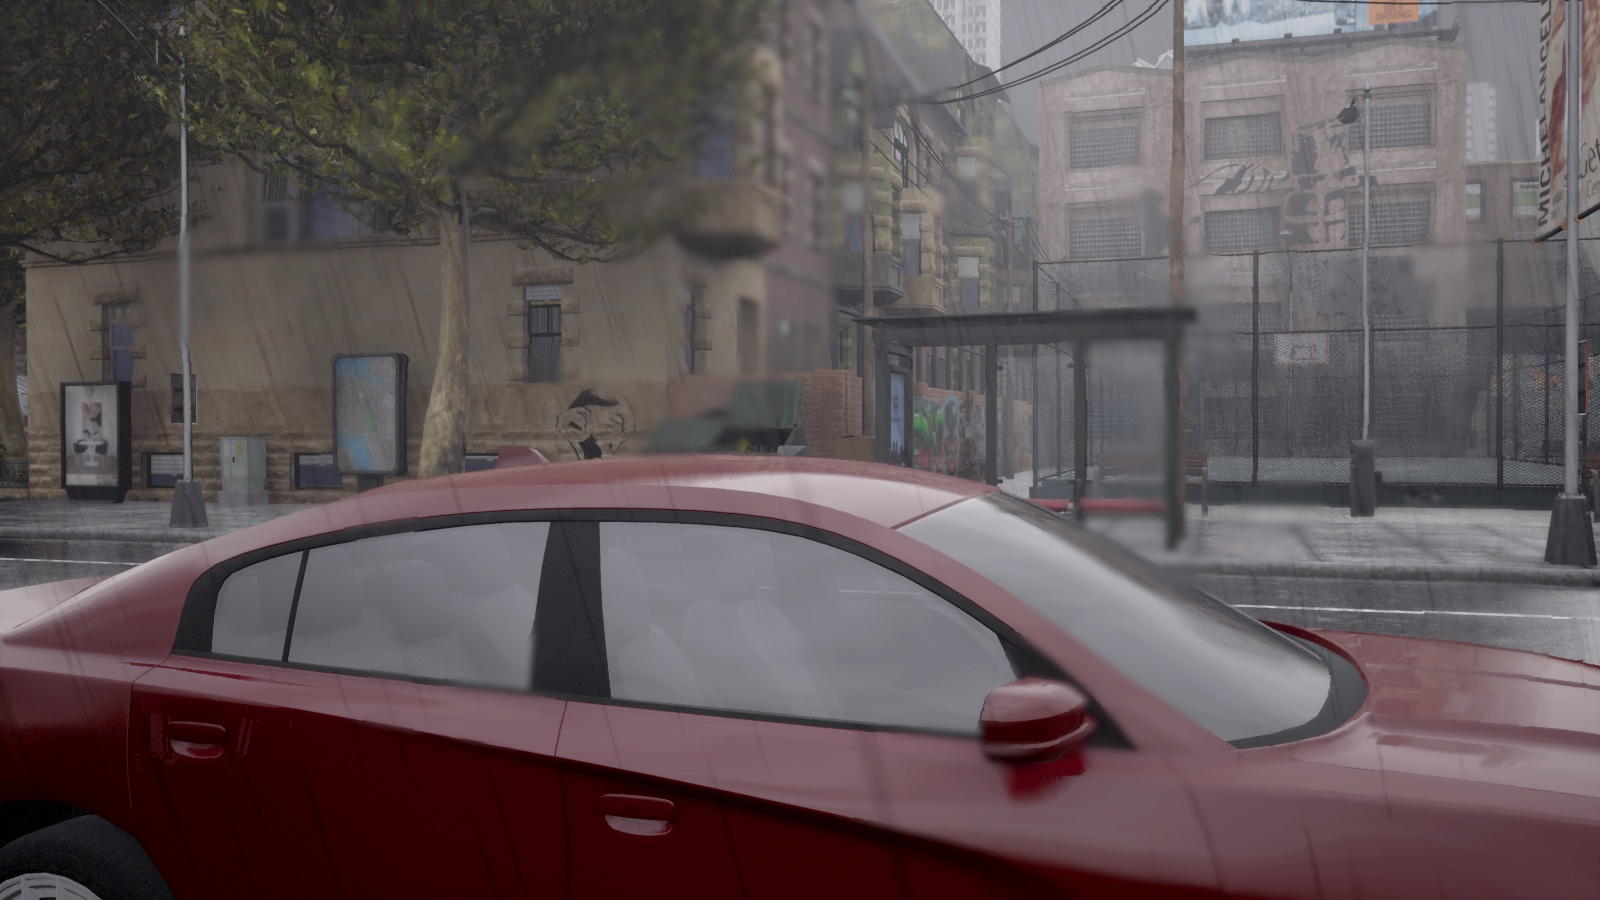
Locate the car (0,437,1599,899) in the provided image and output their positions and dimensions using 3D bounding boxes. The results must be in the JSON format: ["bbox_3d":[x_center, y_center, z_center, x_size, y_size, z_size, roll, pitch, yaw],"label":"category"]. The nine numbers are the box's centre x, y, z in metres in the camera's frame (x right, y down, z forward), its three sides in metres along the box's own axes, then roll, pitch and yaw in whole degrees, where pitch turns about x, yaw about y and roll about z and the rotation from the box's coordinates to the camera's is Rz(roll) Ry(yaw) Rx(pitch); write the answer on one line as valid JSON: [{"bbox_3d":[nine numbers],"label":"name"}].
[{"bbox_3d":[0.026,0.754,3.152,5.008,1.535,1.882,1,1,18],"label":"car"}]
